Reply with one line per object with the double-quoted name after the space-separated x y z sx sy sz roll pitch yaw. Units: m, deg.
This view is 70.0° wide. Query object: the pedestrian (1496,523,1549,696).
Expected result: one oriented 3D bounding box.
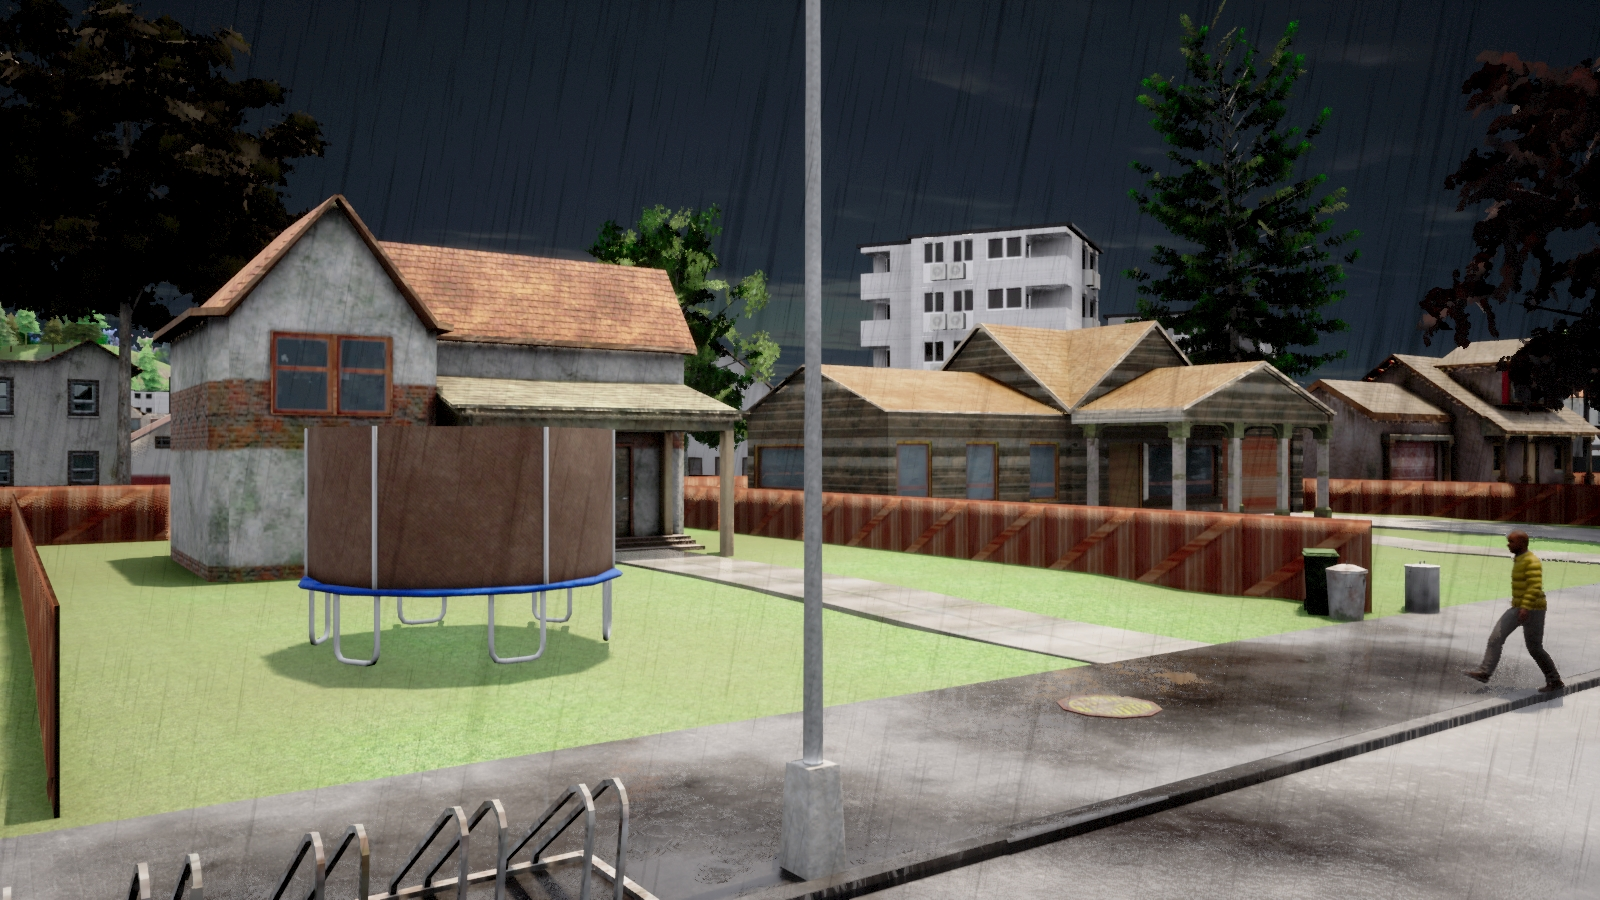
7.973 1.746 12.618 0.375 1.860 0.375 0 0 8 "pedestrian"
